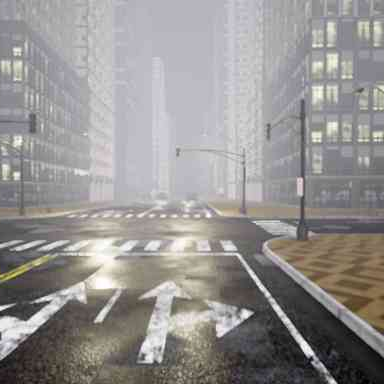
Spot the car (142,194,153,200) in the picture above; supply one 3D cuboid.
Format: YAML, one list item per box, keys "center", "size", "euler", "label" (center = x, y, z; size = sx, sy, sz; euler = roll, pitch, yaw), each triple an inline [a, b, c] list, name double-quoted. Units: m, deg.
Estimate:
- center: [-9.726, 1.058, 72.570]
  size: [2.033, 1.411, 5.357]
  euler: [0, 0, 0]
  label: "car"

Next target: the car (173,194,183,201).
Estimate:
- center: [-3.224, 1.267, 78.402]
  size: [2.128, 1.511, 4.902]
  euler: [0, 0, 0]
  label: "car"

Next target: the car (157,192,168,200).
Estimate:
- center: [-6.476, 0.874, 72.599]
  size: [2.097, 1.767, 4.553]
  euler: [0, 0, 0]
  label: "car"

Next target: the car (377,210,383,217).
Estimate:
- center: [17.097, 1.464, 25.810]
  size: [4.829, 1.417, 1.752]
  euler: [0, 0, 2]
  label: "car"

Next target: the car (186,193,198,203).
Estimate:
- center: [0.023, 1.121, 68.430]
  size: [2.150, 2.045, 5.566]
  euler: [0, 0, 0]
  label: "car"

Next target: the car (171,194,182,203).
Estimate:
- center: [-3.227, 1.497, 68.431]
  size: [1.895, 1.301, 4.718]
  euler: [0, 0, 0]
  label: "car"
